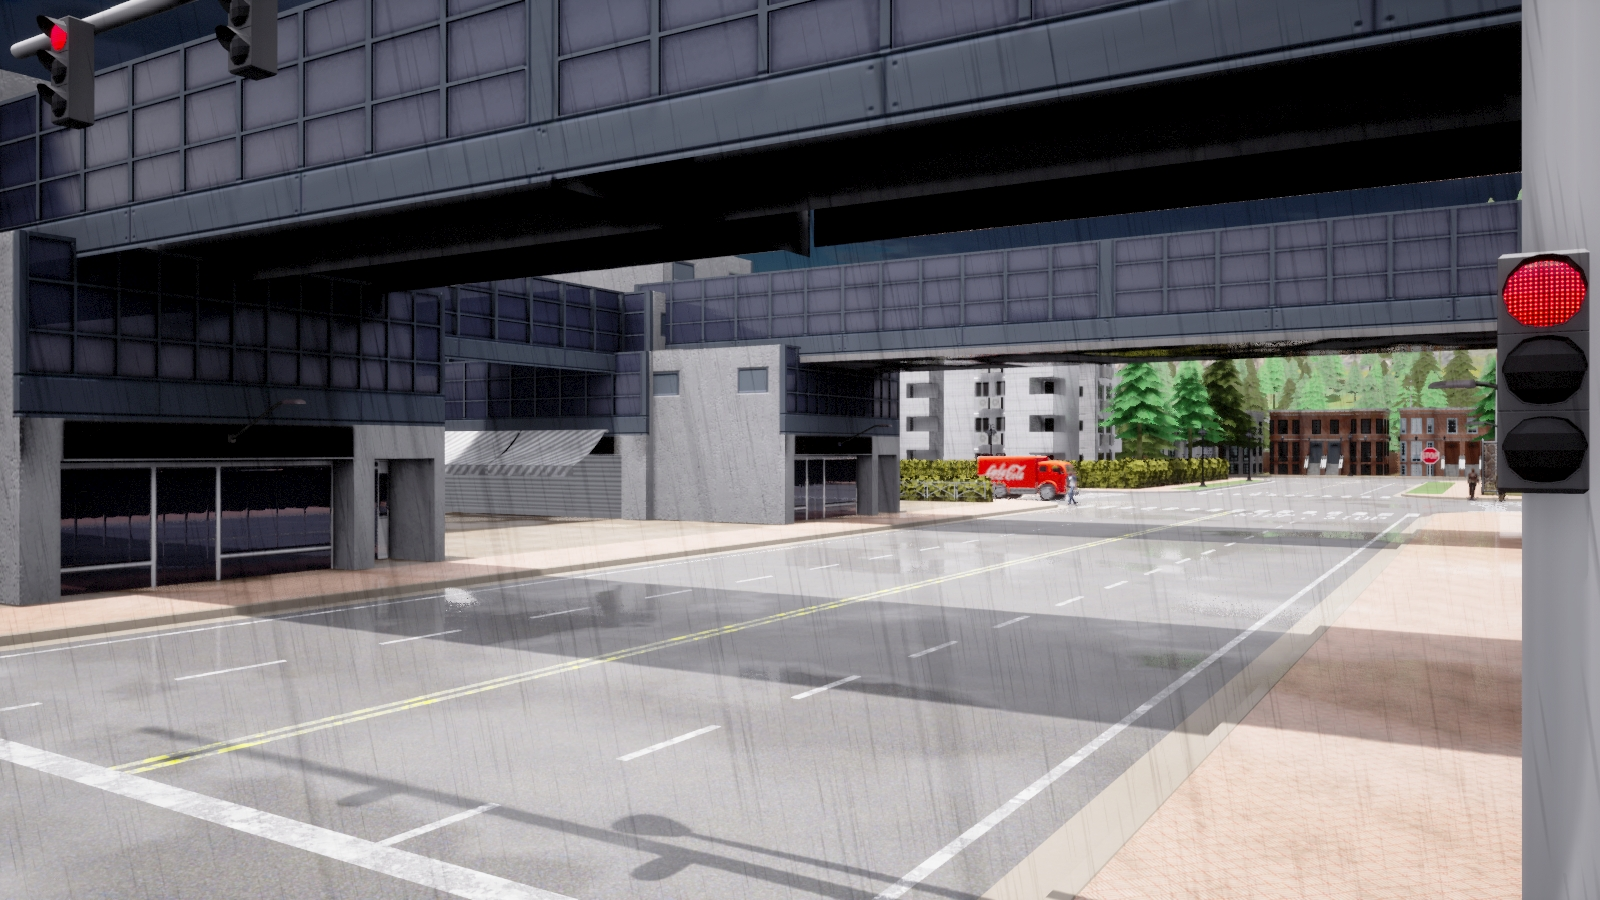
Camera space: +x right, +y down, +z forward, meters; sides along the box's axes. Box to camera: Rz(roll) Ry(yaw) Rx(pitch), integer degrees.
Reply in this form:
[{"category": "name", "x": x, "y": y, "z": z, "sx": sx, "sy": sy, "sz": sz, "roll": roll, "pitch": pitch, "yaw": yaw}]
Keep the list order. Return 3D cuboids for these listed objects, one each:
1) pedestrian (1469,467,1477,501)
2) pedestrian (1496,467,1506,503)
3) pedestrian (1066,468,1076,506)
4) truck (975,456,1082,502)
[{"category": "pedestrian", "x": 36.576, "y": 1.849, "z": 62.114, "sx": 0.375, "sy": 1.860, "sz": 0.375, "roll": 0, "pitch": 0, "yaw": 30}, {"category": "pedestrian", "x": 37.168, "y": 1.848, "z": 60.561, "sx": 0.375, "sy": 1.860, "sz": 0.375, "roll": 0, "pitch": 0, "yaw": 20}, {"category": "pedestrian", "x": 13.625, "y": 1.848, "z": 57.428, "sx": 0.375, "sy": 1.860, "sz": 0.375, "roll": 0, "pitch": 0, "yaw": -29}, {"category": "truck", "x": 12.641, "y": 1.572, "z": 63.291, "sx": 5.204, "sy": 2.467, "sz": 2.627, "roll": 0, "pitch": 0, "yaw": 31}]
